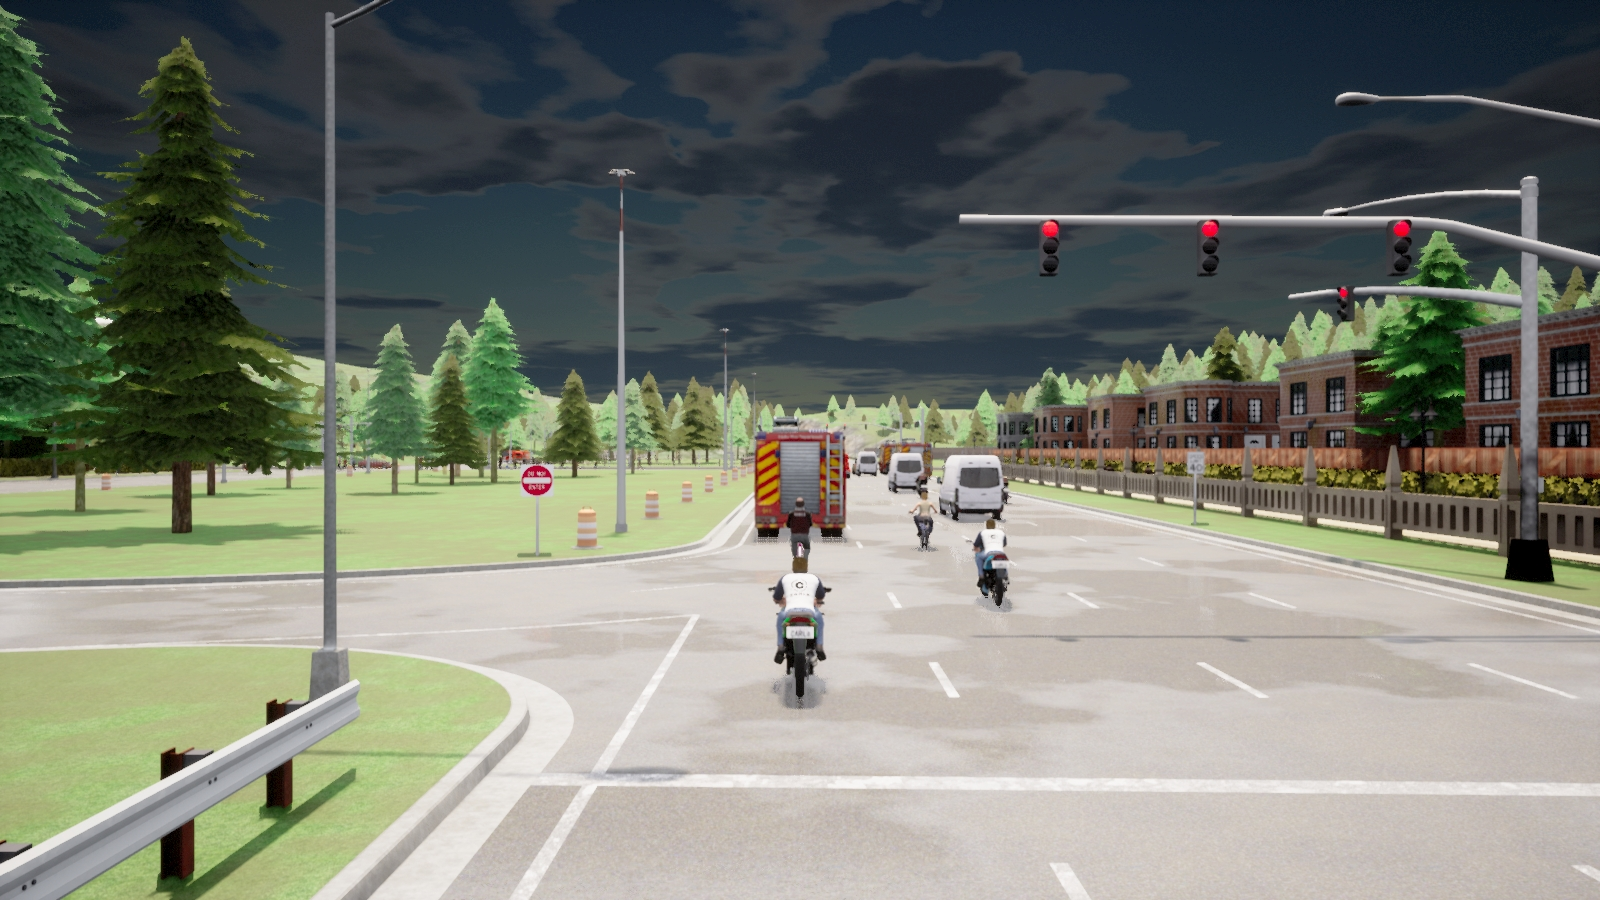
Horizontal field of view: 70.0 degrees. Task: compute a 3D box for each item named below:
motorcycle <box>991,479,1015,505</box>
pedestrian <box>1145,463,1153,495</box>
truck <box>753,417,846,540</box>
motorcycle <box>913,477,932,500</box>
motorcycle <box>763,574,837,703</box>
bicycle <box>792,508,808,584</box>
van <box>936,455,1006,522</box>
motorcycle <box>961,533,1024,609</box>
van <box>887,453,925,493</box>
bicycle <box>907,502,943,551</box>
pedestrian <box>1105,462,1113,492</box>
[{"bbox_3d":[10.497,2.177,59.166,0.867,1.251,2.209,0,0,0],"label":"motorcycle"},{"bbox_3d":[20.265,1.667,66.373,0.375,1.860,0.375,0,0,1],"label":"pedestrian"},{"bbox_3d":[-0.006,0.872,39.715,2.891,3.827,8.468,0,0,0],"label":"truck"},{"bbox_3d":[6.997,2.174,65.356,0.867,1.251,2.209,0,0,0],"label":"motorcycle"},{"bbox_3d":[-0.001,2.179,13.525,0.803,1.199,2.033,0,0,0],"label":"motorcycle"},{"bbox_3d":[-0.008,2.048,24.712,0.329,1.471,1.835,0,0,0],"label":"bicycle"},{"bbox_3d":[6.994,1.512,47.340,1.988,2.561,5.915,0,0,0],"label":"van"},{"bbox_3d":[3.499,2.175,20.892,0.803,1.199,2.033,0,-1,0],"label":"motorcycle"},{"bbox_3d":[6.992,1.499,76.016,1.988,2.561,5.915,0,0,0],"label":"van"},{"bbox_3d":[3.499,2.142,32.170,0.859,1.277,1.487,0,0,0],"label":"bicycle"},{"bbox_3d":[19.141,1.664,70.738,0.375,1.860,0.375,0,0,1],"label":"pedestrian"}]
